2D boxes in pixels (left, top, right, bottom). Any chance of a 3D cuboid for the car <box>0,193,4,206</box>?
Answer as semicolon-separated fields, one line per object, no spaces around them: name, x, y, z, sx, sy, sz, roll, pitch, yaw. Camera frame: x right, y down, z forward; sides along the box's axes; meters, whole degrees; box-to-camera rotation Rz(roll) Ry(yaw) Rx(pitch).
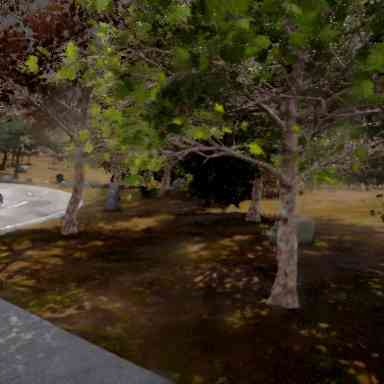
car;-12.730;0.234;19.135;1.994;1.385;4.181;5;4;0
